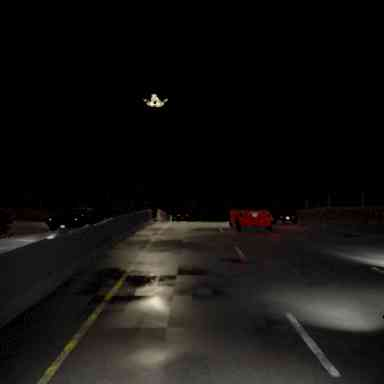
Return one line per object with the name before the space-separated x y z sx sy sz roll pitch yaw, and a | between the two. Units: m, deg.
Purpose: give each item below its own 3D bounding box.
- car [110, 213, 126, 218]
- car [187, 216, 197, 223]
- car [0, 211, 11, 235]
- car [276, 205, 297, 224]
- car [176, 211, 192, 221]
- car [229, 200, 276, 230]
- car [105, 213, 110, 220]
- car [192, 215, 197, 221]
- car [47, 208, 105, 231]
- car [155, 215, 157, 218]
car | -10.613 3.931 50.679 1.994 1.385 4.181 0 -6 -1
car | -0.032 6.495 77.909 2.128 1.511 4.902 0 -6 2
car | -10.607 1.435 15.714 1.882 1.535 5.008 0 0 0
car | 7.088 1.808 27.088 1.837 1.490 4.892 0 -3 0
car | -1.246 3.509 47.064 1.837 1.490 4.892 0 -6 0
car | 3.590 1.414 21.166 2.097 1.767 4.553 0 -2 0
car | -14.091 4.151 53.718 1.882 1.535 5.008 0 -6 0
car | -0.025 5.172 63.840 1.882 1.535 5.008 0 -6 0
car | -7.109 1.644 20.507 1.895 1.301 4.718 0 -2 0
car | -7.056 4.971 61.161 2.033 1.411 5.357 0 -6 1
